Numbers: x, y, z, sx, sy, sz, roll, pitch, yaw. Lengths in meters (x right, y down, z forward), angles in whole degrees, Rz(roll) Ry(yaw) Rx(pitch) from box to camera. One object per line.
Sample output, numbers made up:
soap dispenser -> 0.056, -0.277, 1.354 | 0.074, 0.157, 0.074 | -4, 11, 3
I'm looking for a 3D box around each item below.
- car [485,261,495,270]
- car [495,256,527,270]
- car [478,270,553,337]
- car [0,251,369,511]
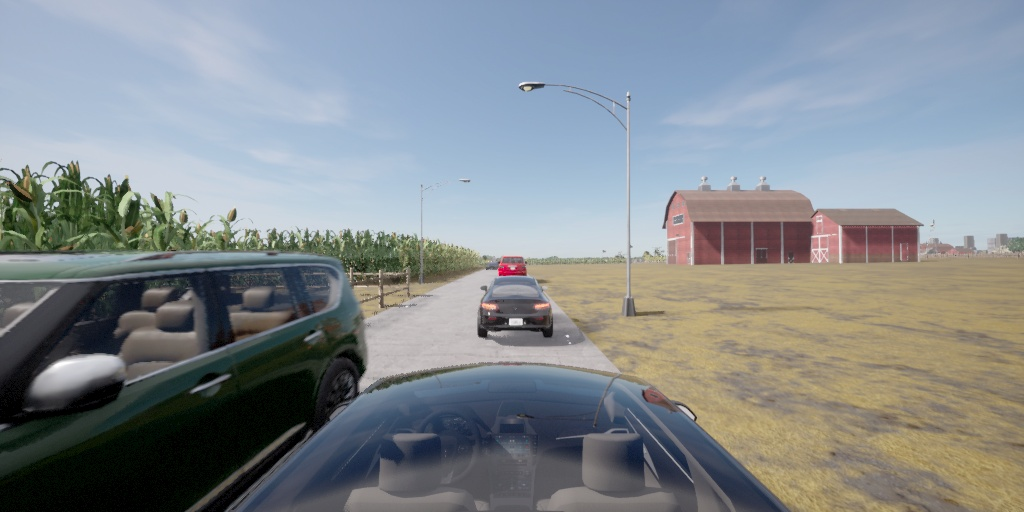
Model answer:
car -> -2.891, 1.487, 54.093 | 1.994, 1.385, 4.181 | 0, -1, 0
car -> 0.045, 0.995, 28.635 | 2.150, 2.045, 5.566 | 0, 0, 0
car -> 0.071, 1.280, 10.150 | 1.812, 1.442, 4.674 | 0, 0, 0
car -> -2.850, 0.972, 2.265 | 2.150, 2.045, 5.566 | 0, 0, 0
